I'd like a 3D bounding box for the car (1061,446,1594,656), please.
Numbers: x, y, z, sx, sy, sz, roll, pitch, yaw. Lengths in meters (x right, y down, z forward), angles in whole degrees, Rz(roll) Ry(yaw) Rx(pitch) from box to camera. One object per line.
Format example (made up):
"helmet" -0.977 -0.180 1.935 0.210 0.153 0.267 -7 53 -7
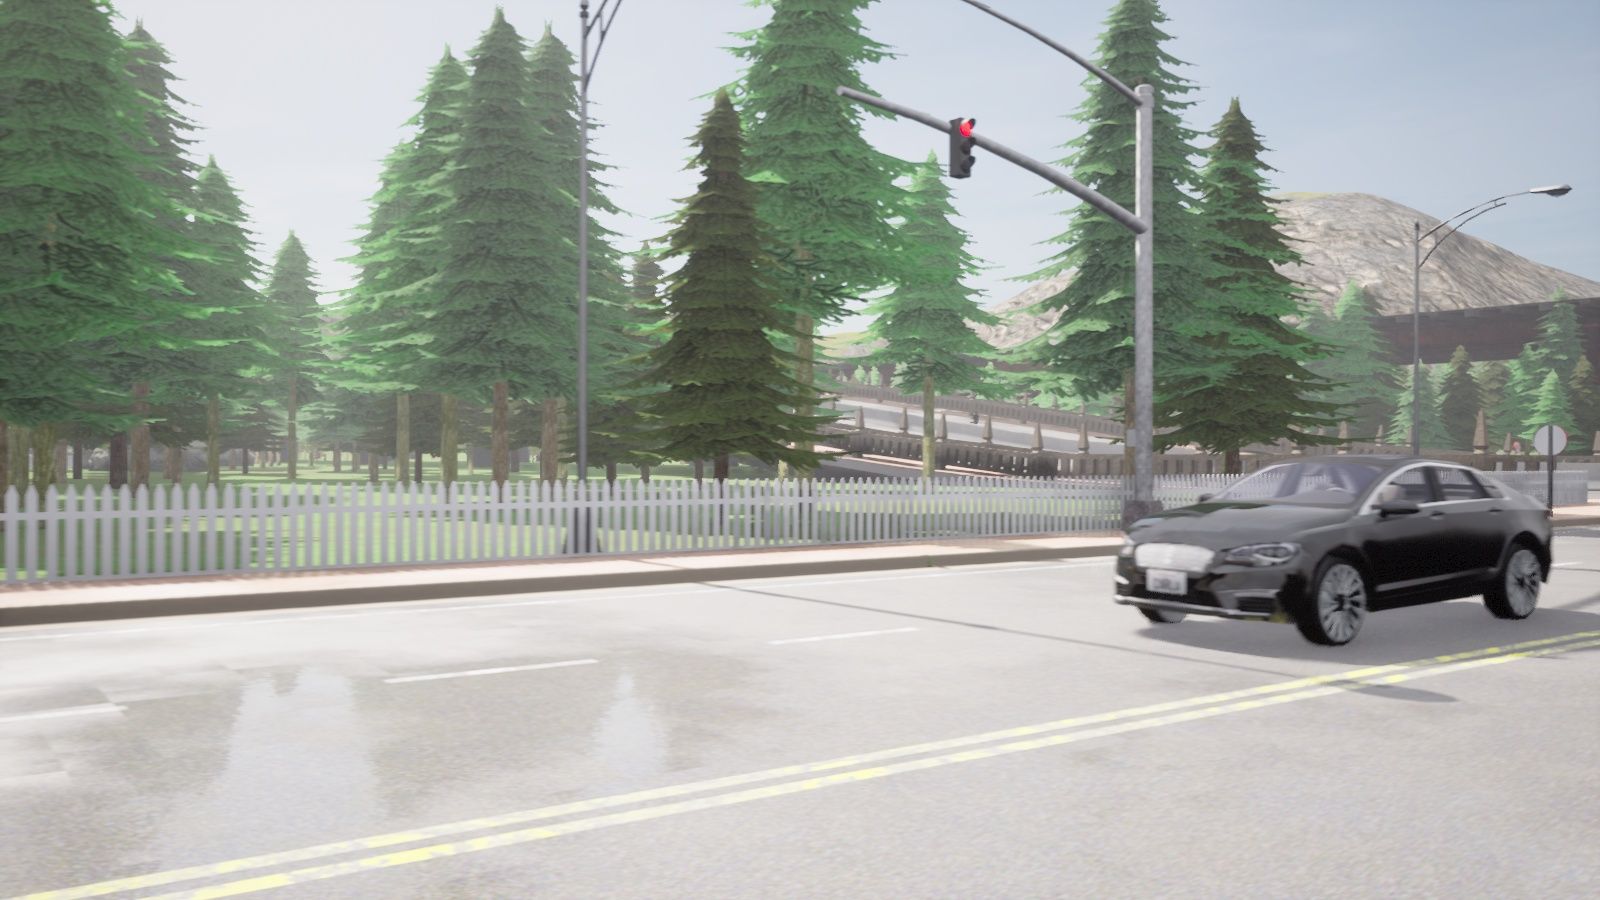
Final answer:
"car" 4.856 0.735 11.302 4.902 1.511 2.128 0 0 -35
